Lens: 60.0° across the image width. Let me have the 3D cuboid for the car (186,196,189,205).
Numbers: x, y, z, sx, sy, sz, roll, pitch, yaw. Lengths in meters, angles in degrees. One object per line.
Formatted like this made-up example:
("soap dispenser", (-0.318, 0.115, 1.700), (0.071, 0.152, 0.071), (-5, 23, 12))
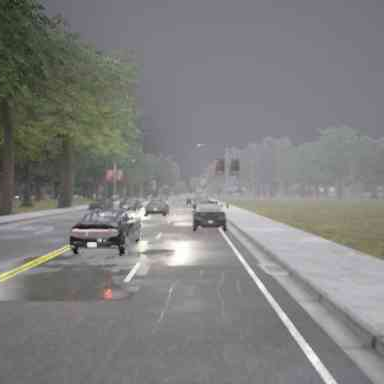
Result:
("car", (-0.001, 1.277, 53.190), (1.882, 1.535, 5.008), (0, 0, 0))

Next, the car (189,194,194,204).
("car", (0.973, 1.199, 35.802), (2.097, 1.767, 4.553), (0, 0, 0))

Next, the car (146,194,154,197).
("car", (-9.753, 1.236, 77.003), (2.128, 1.511, 4.902), (0, 0, 0))

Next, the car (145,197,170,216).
("car", (-3.151, 1.431, 30.739), (1.994, 1.385, 4.181), (0, 0, 0))

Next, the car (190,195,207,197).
("car", (0.974, 1.349, 29.832), (1.882, 1.535, 5.008), (0, 0, 0))

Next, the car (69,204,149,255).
("car", (-3.150, 1.433, 12.898), (2.128, 1.511, 4.902), (0, 0, 0))

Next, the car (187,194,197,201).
("car", (-0.002, 1.201, 72.585), (1.994, 1.385, 4.181), (0, 0, 0))

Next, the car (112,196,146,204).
("car", (-6.595, 1.341, 35.443), (2.128, 1.511, 4.902), (0, 0, 0))

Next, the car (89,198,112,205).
("car", (-9.847, 1.392, 36.606), (2.033, 1.411, 5.357), (0, 0, 0))

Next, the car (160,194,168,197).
("car", (-6.503, 1.211, 77.004), (1.837, 1.490, 4.892), (0, 0, 0))

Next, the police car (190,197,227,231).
("police car", (0.974, 1.337, 19.942), (1.930, 1.638, 5.238), (0, 0, 0))
